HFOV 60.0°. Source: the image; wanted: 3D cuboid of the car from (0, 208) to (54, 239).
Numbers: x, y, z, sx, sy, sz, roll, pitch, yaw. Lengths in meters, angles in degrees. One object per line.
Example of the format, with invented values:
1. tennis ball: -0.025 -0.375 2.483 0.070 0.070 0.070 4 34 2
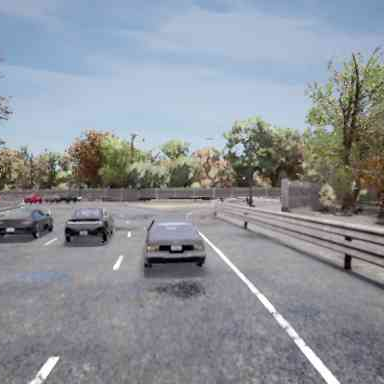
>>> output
1. car: -8.654 1.570 17.471 1.812 1.442 4.674 0 0 -10

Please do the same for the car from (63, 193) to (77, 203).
1. car: -27.040 1.347 72.613 2.150 2.045 5.566 0 0 -43

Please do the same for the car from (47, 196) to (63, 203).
1. car: -29.683 1.630 70.320 1.837 1.490 4.892 0 0 -43

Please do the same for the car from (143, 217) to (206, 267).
1. car: -0.711 1.563 11.494 2.033 1.411 5.357 0 0 -7

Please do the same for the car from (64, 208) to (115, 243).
1. car: -4.956 1.525 16.467 2.128 1.511 4.902 0 0 -9

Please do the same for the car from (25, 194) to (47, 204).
1. car: -32.368 1.364 68.072 2.150 2.045 5.566 0 0 -43
